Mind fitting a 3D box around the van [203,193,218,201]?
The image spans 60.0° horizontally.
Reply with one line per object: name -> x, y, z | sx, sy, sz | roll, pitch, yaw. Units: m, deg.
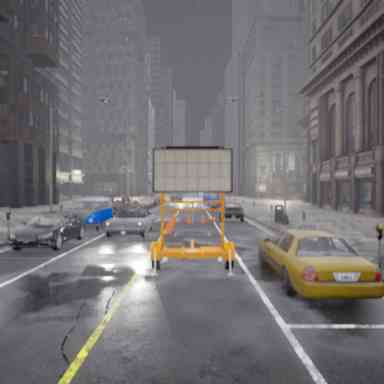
van -> 2.876, 1.085, 46.797 | 1.690, 1.788, 3.998 | 0, 0, 0

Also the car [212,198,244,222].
car -> 2.825, 1.415, 24.698 | 2.008, 1.369, 4.403 | 0, 0, 0

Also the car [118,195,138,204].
car -> -5.717, 1.179, 24.731 | 2.192, 1.841, 5.009 | 0, 0, 0

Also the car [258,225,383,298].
car -> 2.787, 1.479, 8.293 | 1.752, 1.417, 4.829 | 0, 0, 0

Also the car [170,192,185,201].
car -> -2.868, 0.964, 62.092 | 2.150, 2.045, 5.566 | 0, 0, 0

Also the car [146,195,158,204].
car -> -5.686, 1.300, 41.138 | 1.752, 1.417, 4.829 | 0, 0, 0

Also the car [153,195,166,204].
car -> -5.654, 1.230, 57.884 | 1.887, 1.381, 4.507 | 0, 0, 0

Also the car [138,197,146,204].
car -> -5.707, 1.379, 30.257 | 1.887, 1.381, 4.507 | 0, 0, 0

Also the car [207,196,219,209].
car -> 2.850, 1.386, 35.748 | 1.802, 1.307, 4.206 | 0, 0, 0

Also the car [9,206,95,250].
car -> -5.739, 1.475, 13.681 | 2.008, 1.369, 4.403 | 0, 0, 0

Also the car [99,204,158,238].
car -> -3.065, 1.507, 17.101 | 1.895, 1.301, 4.718 | 0, 0, 0

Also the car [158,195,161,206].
car -> -5.675, 1.289, 46.833 | 1.887, 1.381, 4.507 | 0, 0, 0

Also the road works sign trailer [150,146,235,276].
road works sign trailer -> 0.020, 0.408, 10.161 | 2.380, 3.560, 2.880 | 0, 0, 0

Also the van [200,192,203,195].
van -> 2.915, 0.998, 63.371 | 1.690, 1.788, 3.998 | 0, 0, 0

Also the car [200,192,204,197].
car -> 2.901, 1.230, 57.847 | 1.887, 1.381, 4.507 | 0, 0, 0

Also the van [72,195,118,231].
van -> -5.728, 1.235, 19.206 | 1.690, 1.788, 3.998 | 0, 0, 0
